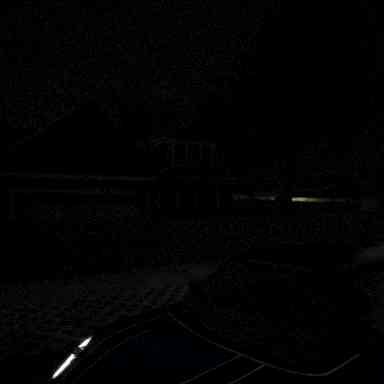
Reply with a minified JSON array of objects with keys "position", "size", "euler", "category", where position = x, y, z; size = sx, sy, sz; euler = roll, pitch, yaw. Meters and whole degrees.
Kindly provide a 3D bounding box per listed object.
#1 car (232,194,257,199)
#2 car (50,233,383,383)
[{"position":[7.829,1.386,47.620],"size":[2.150,2.045,5.566],"euler":[0,0,-31],"category":"car"},{"position":[0.996,1.378,3.231],"size":[4.553,1.767,2.097],"euler":[1,-1,-36],"category":"car"}]
